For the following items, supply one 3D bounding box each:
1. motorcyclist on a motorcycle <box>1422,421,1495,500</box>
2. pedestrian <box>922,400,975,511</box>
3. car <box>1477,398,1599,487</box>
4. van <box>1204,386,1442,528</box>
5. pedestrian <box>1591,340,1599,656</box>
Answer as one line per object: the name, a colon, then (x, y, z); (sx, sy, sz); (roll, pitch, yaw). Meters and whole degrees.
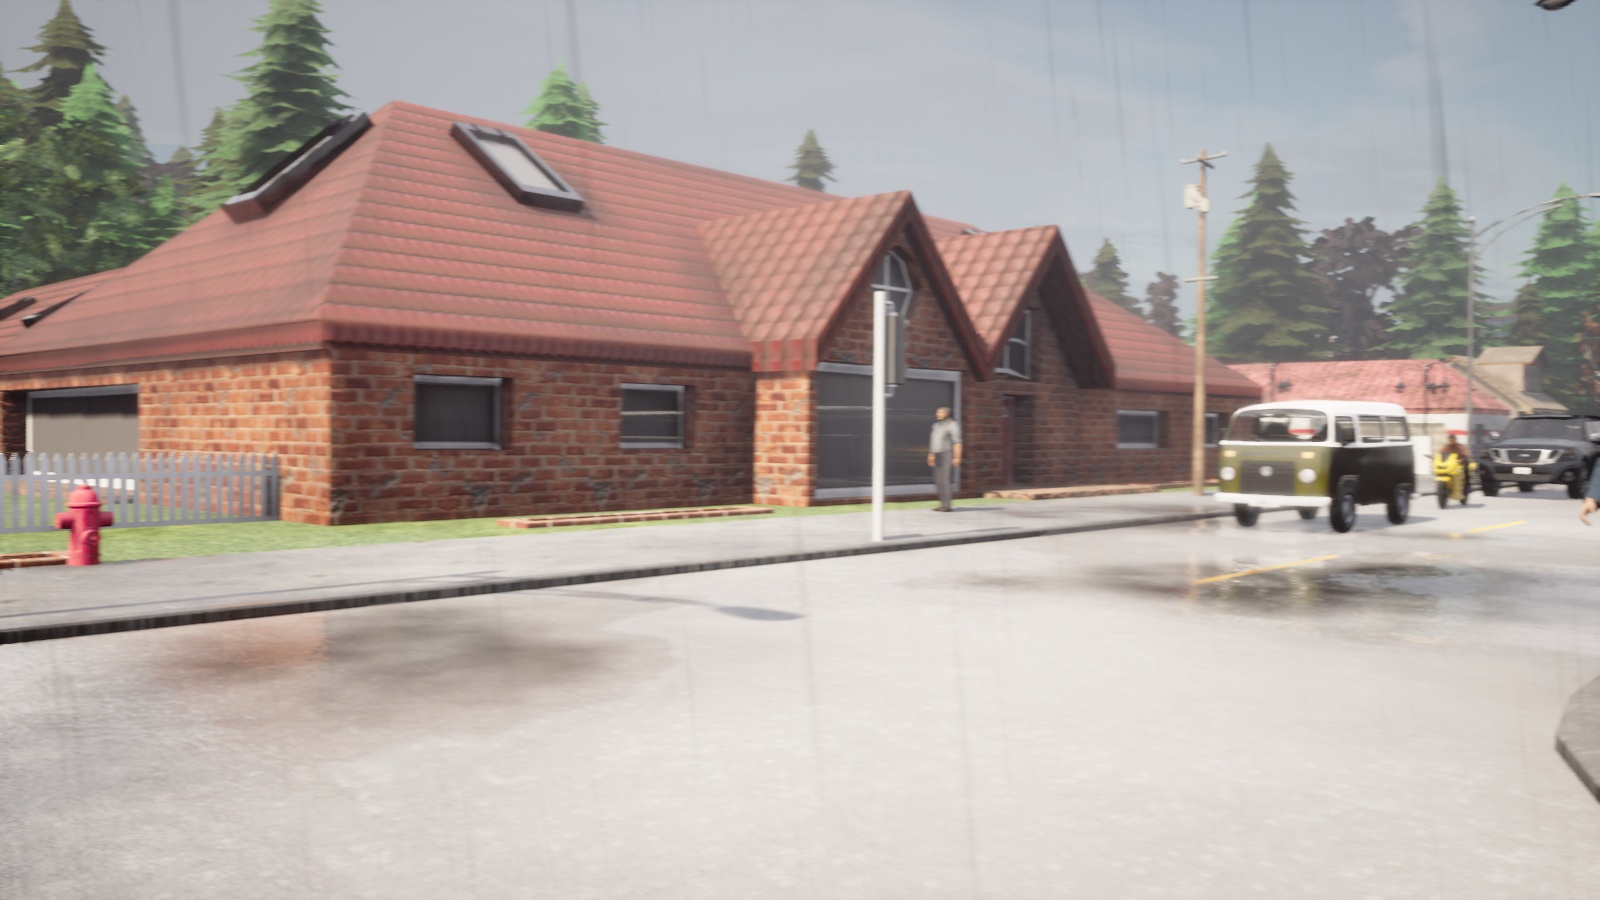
motorcyclist on a motorcycle: (13.370, 0.185, 25.464); (0.797, 1.523, 2.044); (0, 1, 43)
pedestrian: (2.522, 0.085, 21.383); (0.694, 1.848, 0.540); (-1, 1, -26)
car: (18.917, -0.226, 31.394); (2.150, 2.045, 5.566); (0, 1, 43)
van: (8.521, 0.055, 20.258); (2.069, 2.038, 4.480); (0, 1, 44)
pedestrian: (5.045, 0.275, 7.368); (0.726, 1.842, 0.402); (-1, 1, -32)
